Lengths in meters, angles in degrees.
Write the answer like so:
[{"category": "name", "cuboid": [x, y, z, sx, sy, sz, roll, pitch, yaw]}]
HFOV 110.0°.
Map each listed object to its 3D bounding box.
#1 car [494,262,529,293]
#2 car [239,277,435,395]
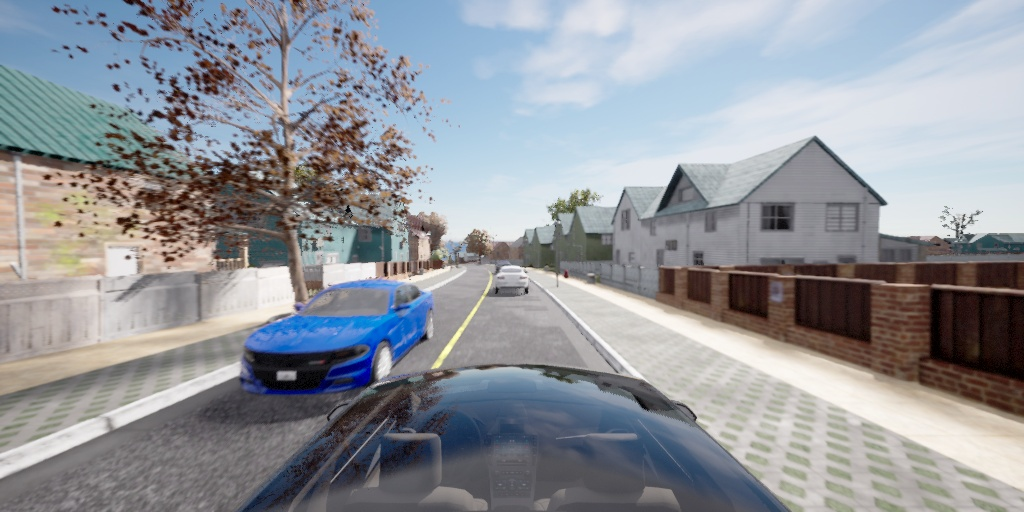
[{"category": "car", "cuboid": [-0.042, 1.289, 20.863, 1.812, 1.442, 4.674, 0, 0, -1]}, {"category": "car", "cuboid": [-2.850, 1.228, 7.027, 1.882, 1.535, 5.008, 0, 0, 0]}]
